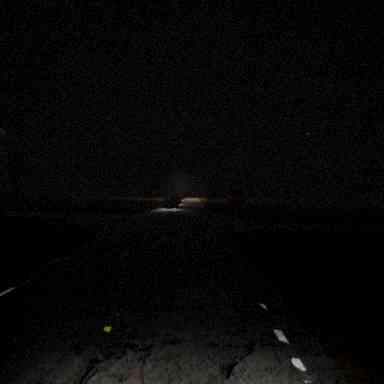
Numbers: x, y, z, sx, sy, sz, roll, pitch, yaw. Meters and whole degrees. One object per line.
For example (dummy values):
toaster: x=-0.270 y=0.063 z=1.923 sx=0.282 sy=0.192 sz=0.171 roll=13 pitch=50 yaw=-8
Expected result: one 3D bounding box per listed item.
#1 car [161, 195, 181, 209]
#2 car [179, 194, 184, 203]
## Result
car: x=-2.754 y=1.442 z=42.505 sx=1.994 sy=1.385 sz=4.181 roll=0 pitch=1 yaw=0
car: x=-2.756 y=1.351 z=57.035 sx=1.837 sy=1.490 sz=4.892 roll=0 pitch=2 yaw=0
